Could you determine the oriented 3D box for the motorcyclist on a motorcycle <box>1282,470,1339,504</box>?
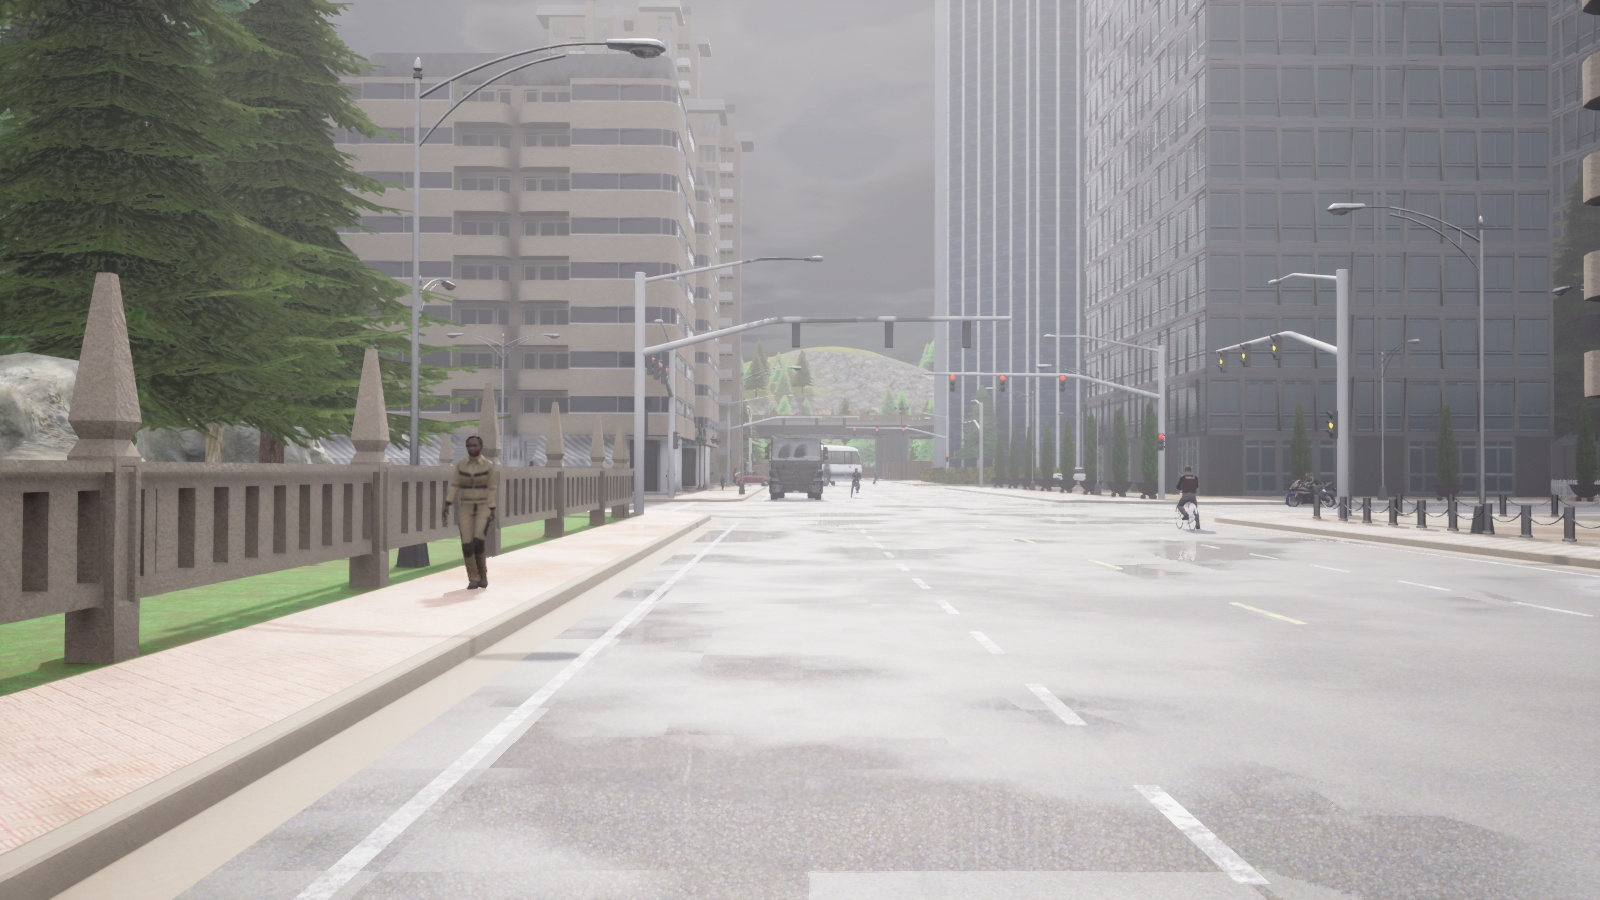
[{"bbox_3d":[22.751,1.641,55.963,2.191,1.530,0.866,0,-1,0],"label":"motorcyclist on a motorcycle"}]

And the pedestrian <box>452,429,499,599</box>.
[{"bbox_3d":[-3.790,0.734,14.689,0.396,1.930,0.692,0,-1,-2],"label":"pedestrian"}]

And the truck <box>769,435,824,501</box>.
[{"bbox_3d":[-0.204,1.010,70.268,2.891,3.462,7.936,0,-1,0],"label":"truck"}]

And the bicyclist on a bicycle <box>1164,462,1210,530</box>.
[{"bbox_3d":[10.403,1.210,33.844,0.659,1.776,1.843,0,-1,0],"label":"bicyclist on a bicycle"}]
